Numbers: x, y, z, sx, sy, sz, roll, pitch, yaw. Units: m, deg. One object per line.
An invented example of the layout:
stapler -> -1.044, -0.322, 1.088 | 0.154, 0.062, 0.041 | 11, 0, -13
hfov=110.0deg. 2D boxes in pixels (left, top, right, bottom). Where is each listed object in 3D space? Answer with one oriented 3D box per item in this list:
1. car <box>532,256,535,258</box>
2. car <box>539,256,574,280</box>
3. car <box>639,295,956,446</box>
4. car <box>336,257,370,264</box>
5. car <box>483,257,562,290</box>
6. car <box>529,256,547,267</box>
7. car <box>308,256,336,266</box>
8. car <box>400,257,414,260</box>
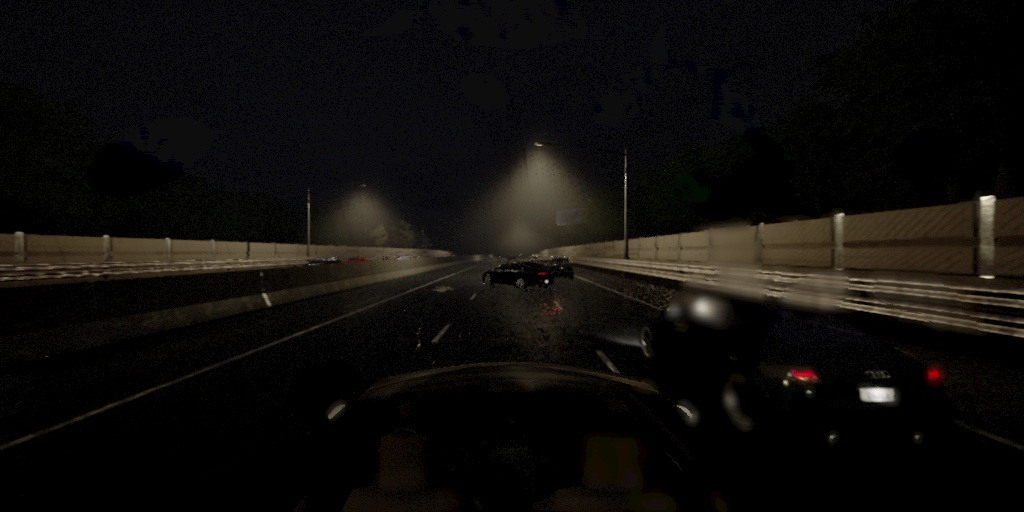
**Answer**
car -> 3.512, 0.833, 38.486 | 2.163, 1.488, 4.792 | 0, 1, 0
car -> 3.509, 0.882, 27.448 | 2.033, 1.649, 4.856 | 0, 1, 0
car -> 3.501, 1.270, 5.439 | 1.994, 1.385, 4.181 | 0, 1, 0
car -> -17.565, 0.835, 40.528 | 1.812, 1.442, 4.674 | 0, 1, 0
car -> 0.242, 1.038, 20.353 | 1.837, 1.490, 4.892 | -1, 2, -40
car -> 3.516, 0.710, 49.461 | 2.128, 1.511, 4.902 | 0, 1, 0
car -> -21.064, 0.801, 40.518 | 2.128, 1.511, 4.902 | 0, 1, 0
car -> -14.052, 0.784, 47.606 | 2.033, 1.411, 5.357 | 0, 1, 1
